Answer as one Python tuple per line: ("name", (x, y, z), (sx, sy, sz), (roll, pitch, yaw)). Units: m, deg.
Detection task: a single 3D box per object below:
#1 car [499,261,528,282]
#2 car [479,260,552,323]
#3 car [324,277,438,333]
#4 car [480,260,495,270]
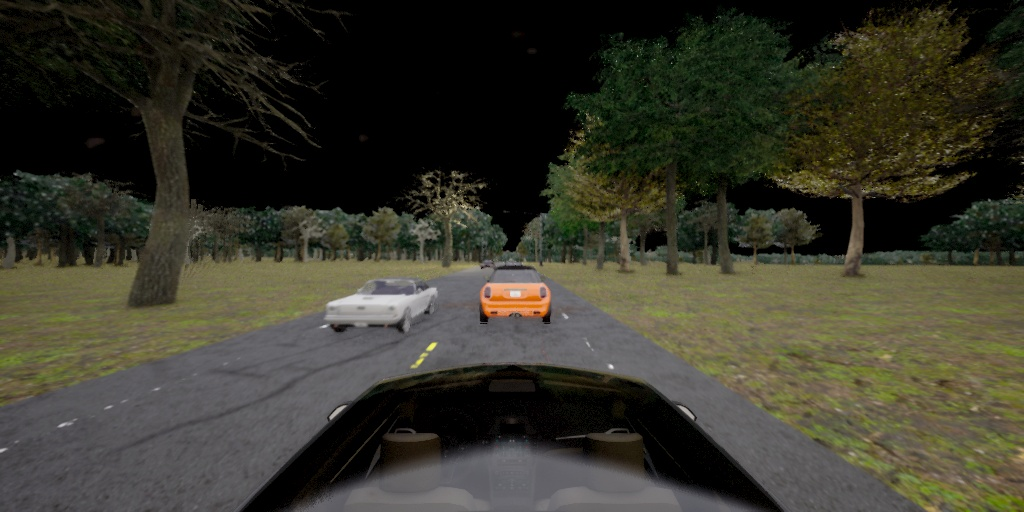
("car", (0.089, 1.192, 29.068), (2.128, 1.511, 4.902), (0, 0, 0))
("car", (0.095, 1.074, 12.132), (2.097, 1.767, 4.553), (0, 0, 0))
("car", (-3.605, 1.326, 10.767), (1.895, 1.301, 4.718), (0, 0, 0))
("car", (-3.587, 1.282, 53.458), (1.994, 1.385, 4.181), (0, 0, 0))
